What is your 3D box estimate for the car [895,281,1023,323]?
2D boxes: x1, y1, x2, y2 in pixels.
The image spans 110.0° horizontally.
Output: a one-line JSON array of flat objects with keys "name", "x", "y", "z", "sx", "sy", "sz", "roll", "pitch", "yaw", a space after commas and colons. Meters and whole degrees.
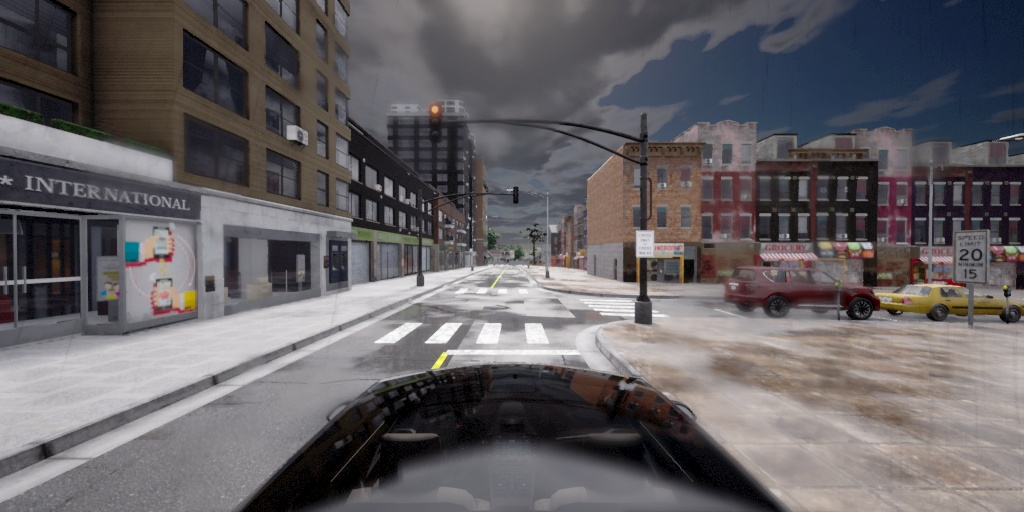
[{"name": "car", "x": 16.546, "y": 1.659, "z": 13.649, "sx": 4.829, "sy": 1.417, "sz": 1.751, "roll": 0, "pitch": 0, "yaw": 0}]

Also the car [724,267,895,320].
[{"name": "car", "x": 10.831, "y": 1.346, "z": 13.677, "sx": 5.009, "sy": 1.841, "sz": 2.192, "roll": 0, "pitch": 0, "yaw": 0}]
